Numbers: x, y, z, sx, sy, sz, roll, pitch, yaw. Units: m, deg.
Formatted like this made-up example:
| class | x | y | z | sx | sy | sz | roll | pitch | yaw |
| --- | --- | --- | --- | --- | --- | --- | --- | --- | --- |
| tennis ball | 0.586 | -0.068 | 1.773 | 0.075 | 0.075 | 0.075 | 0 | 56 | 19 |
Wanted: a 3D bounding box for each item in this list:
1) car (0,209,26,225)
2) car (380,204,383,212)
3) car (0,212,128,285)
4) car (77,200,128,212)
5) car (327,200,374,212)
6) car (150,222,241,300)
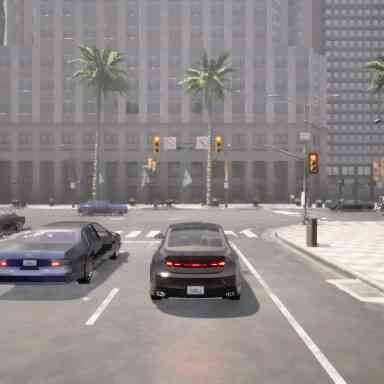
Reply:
| class | x | y | z | sx | sy | sz | roll | pitch | yaw |
| --- | --- | --- | --- | --- | --- | --- | --- | --- | --- |
| car | -10.506 | 1.601 | 17.426 | 1.895 | 1.301 | 4.718 | 0 | 0 | -6 |
| car | 20.404 | 1.491 | 31.231 | 4.902 | 1.511 | 2.128 | 0 | 0 | 0 |
| car | -3.422 | 1.547 | 9.553 | 2.033 | 1.411 | 5.357 | 0 | 0 | 0 |
| car | -8.381 | 1.525 | 31.316 | 4.674 | 1.442 | 1.812 | 0 | 0 | 0 |
| car | 18.217 | 1.601 | 38.437 | 4.718 | 1.301 | 1.895 | 0 | 0 | 0 |
| car | 0.075 | 1.505 | 8.359 | 1.837 | 1.490 | 4.892 | 0 | 0 | 0 |
